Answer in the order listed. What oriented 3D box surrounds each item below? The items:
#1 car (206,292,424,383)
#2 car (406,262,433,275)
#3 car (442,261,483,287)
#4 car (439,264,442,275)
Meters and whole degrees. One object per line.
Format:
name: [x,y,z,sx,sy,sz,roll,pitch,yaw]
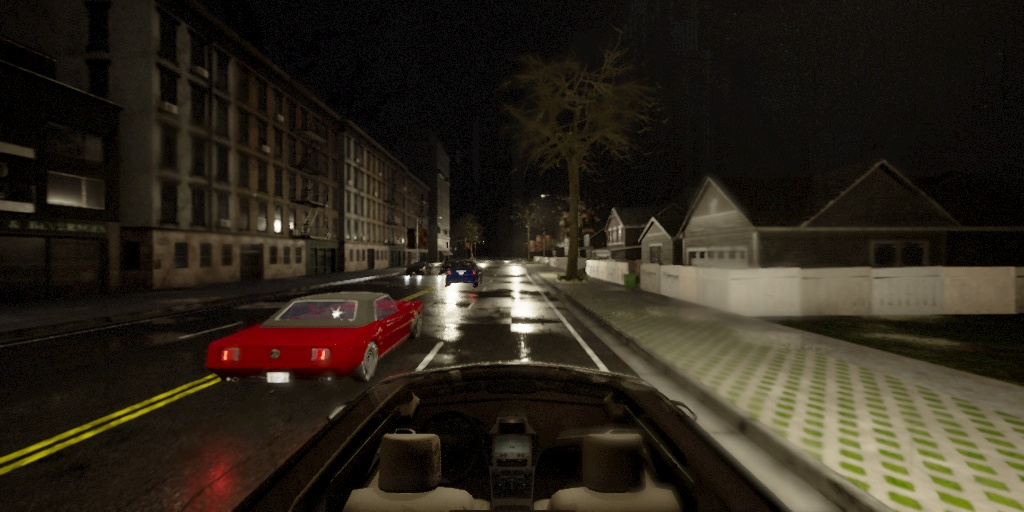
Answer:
car: [-3.156,1.356,7.064,1.895,1.301,4.718,0,0,0]
car: [-9.821,1.299,38.494,2.033,1.411,5.357,0,0,0]
car: [-3.190,1.103,24.639,2.097,1.767,4.553,0,0,0]
car: [-6.570,1.264,38.728,1.837,1.490,4.892,0,0,0]
